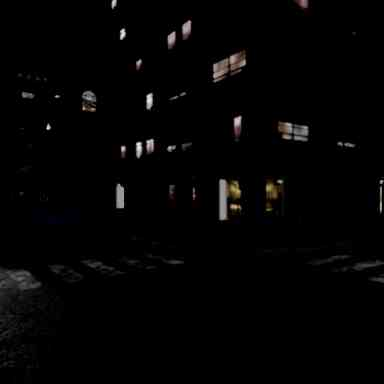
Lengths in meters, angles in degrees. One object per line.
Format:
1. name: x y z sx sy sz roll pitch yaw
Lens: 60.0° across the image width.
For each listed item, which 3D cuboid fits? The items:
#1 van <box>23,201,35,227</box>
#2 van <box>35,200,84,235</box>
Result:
1. van: -11.002 1.519 24.052 1.690 1.788 3.998 -2 0 -36
2. van: -7.740 1.462 19.576 1.690 1.788 3.998 -2 0 -36
